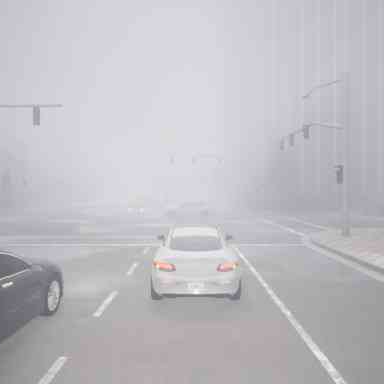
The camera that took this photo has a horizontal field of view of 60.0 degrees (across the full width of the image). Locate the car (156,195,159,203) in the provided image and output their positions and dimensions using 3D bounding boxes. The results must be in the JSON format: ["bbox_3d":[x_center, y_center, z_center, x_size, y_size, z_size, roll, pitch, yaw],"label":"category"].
[{"bbox_3d":[-7.996,1.352,69.011,2.097,1.767,4.553,0,0,-1],"label":"car"}]

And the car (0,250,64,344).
[{"bbox_3d":[-3.434,1.505,4.603,1.837,1.490,4.892,0,0,1],"label":"car"}]

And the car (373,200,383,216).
[{"bbox_3d":[18.965,1.504,29.091,4.892,1.490,1.837,0,0,0],"label":"car"}]

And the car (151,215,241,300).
[{"bbox_3d":[0.080,1.526,8.252,1.812,1.442,4.674,0,0,0],"label":"car"}]

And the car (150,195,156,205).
[{"bbox_3d":[-7.920,1.504,57.970,1.837,1.490,4.892,0,0,-1],"label":"car"}]

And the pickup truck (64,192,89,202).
[{"bbox_3d":[-24.637,1.059,70.312,2.390,2.098,6.274,0,0,30],"label":"pickup truck"}]

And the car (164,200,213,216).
[{"bbox_3d":[-0.370,1.525,32.453,4.674,1.442,1.812,0,0,0],"label":"car"}]

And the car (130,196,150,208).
[{"bbox_3d":[-7.796,1.478,48.718,1.882,1.535,5.008,0,0,-1],"label":"car"}]

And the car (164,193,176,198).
[{"bbox_3d":[-4.338,1.221,64.767,2.150,2.045,5.566,0,0,-1],"label":"car"}]

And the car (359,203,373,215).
[{"bbox_3d":[19.011,1.491,32.592,4.902,1.511,2.128,0,0,0],"label":"car"}]

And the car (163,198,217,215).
[{"bbox_3d":[-0.186,1.525,28.952,4.674,1.442,1.812,0,0,-1],"label":"car"}]
